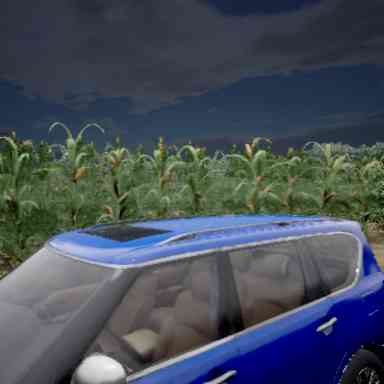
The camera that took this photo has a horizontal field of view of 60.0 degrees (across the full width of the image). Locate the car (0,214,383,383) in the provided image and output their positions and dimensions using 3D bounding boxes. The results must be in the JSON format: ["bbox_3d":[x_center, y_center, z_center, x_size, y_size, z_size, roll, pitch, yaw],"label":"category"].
[{"bbox_3d":[-0.392,1.282,2.753,5.566,2.045,2.150,0,-1,-37],"label":"car"}]
